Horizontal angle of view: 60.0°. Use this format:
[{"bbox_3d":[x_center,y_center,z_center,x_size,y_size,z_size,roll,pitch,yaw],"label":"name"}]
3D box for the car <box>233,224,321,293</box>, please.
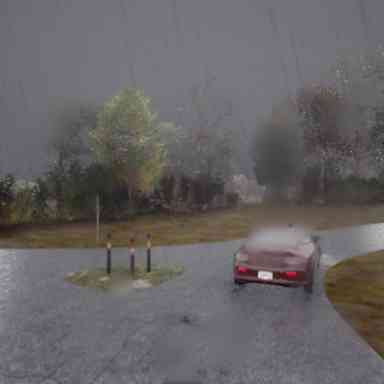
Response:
[{"bbox_3d":[2.460,1.602,9.129,1.812,1.442,4.674,0,0,23],"label":"car"}]
